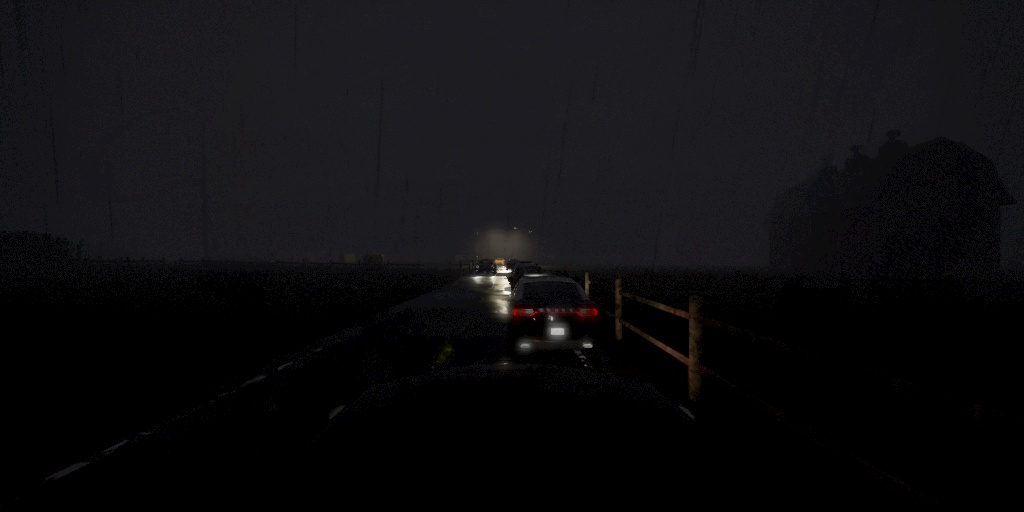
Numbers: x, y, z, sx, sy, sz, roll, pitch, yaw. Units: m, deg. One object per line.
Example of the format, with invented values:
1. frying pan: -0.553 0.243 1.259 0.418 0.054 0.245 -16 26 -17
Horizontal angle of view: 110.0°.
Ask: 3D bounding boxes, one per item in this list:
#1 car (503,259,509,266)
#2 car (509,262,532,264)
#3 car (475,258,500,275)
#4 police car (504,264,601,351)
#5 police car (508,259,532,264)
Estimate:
1. car: 0.171 1.220 49.512 1.882 1.535 5.008 0 0 0
2. car: 0.862 1.253 19.030 1.837 1.490 4.892 0 0 0
3. car: -2.762 1.097 38.833 2.097 1.767 4.553 0 0 0
4. police car: 0.838 1.174 9.140 1.930 1.638 5.238 0 0 0
5. police car: 0.878 1.173 25.140 1.930 1.638 5.238 0 0 0
